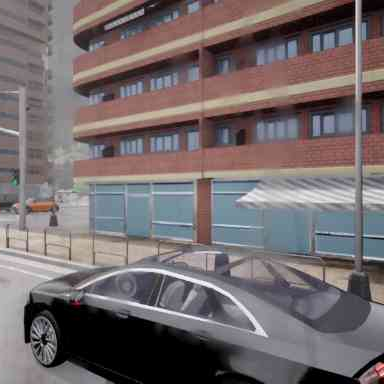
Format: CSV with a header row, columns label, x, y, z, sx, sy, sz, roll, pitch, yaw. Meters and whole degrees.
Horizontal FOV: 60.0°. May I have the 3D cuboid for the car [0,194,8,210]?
label,x,y,z,sx,sy,sz,roll,pitch,yaw
car,-20.174,1.221,35.029,2.150,2.045,5.566,0,0,35

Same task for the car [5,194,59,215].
label,x,y,z,sx,sy,sz,roll,pitch,yaw
car,-16.249,1.352,34.471,2.097,1.767,4.553,0,0,36

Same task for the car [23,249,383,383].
label,x,y,z,sx,sy,sz,roll,pitch,yaw
car,-0.172,1.491,4.112,4.902,1.511,2.128,0,0,35
